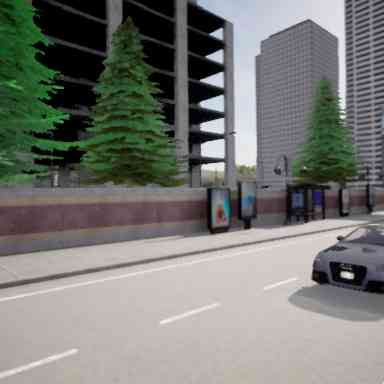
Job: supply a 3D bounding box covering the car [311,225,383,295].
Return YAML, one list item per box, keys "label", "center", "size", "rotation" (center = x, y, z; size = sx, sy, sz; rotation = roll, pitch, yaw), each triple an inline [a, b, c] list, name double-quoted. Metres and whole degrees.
- label: "car"
  center: [4.790, 1.571, 8.408]
  size: [4.181, 1.385, 1.994]
  rotation: [0, -1, -42]
